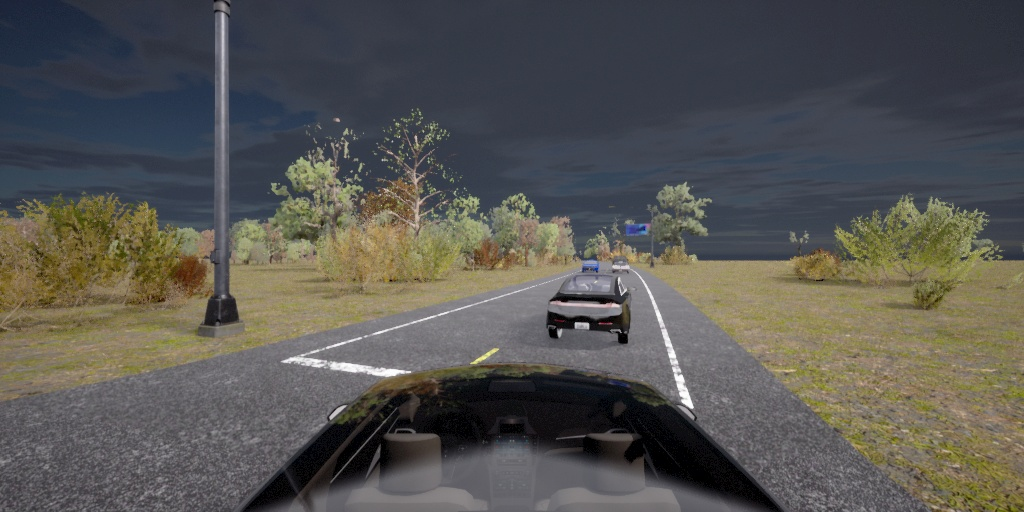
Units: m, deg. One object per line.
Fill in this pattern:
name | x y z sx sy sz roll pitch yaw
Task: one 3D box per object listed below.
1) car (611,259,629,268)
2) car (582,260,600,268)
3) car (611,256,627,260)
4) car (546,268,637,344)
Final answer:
car | 12.903 1.364 42.472 1.895 1.301 4.718 0 0 18
car | 9.776 1.243 44.305 1.882 1.535 5.008 0 0 16
car | 15.084 1.001 50.100 2.150 2.045 5.566 0 0 16
car | 2.263 1.242 9.741 2.128 1.511 4.902 0 0 20
